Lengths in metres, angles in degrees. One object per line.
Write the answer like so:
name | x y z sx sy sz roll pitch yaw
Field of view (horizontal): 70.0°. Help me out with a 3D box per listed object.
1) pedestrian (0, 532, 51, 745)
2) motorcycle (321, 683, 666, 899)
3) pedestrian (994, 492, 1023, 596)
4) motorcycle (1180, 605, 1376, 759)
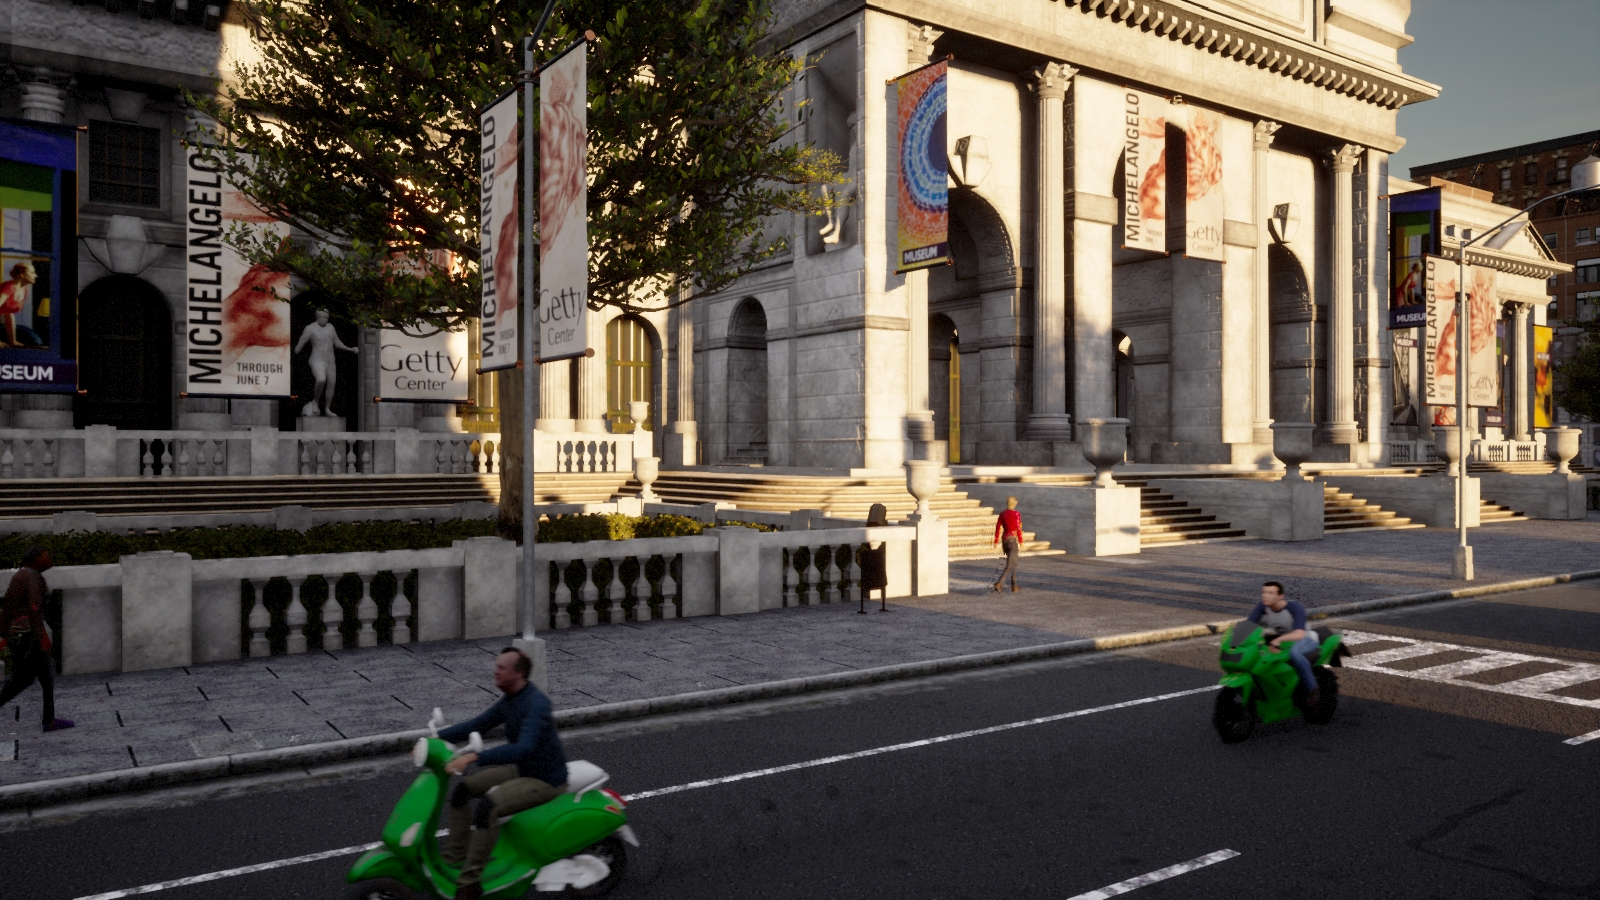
pedestrian | -7.127 1.696 10.438 0.375 1.860 0.375 0 0 39
motorcycle | -1.800 2.182 6.799 1.805 1.236 0.856 0 0 -34
pedestrian | 3.798 1.696 20.811 0.375 1.860 0.375 0 0 -43
motorcycle | 4.714 2.213 11.218 2.033 1.145 0.803 0 0 -34
